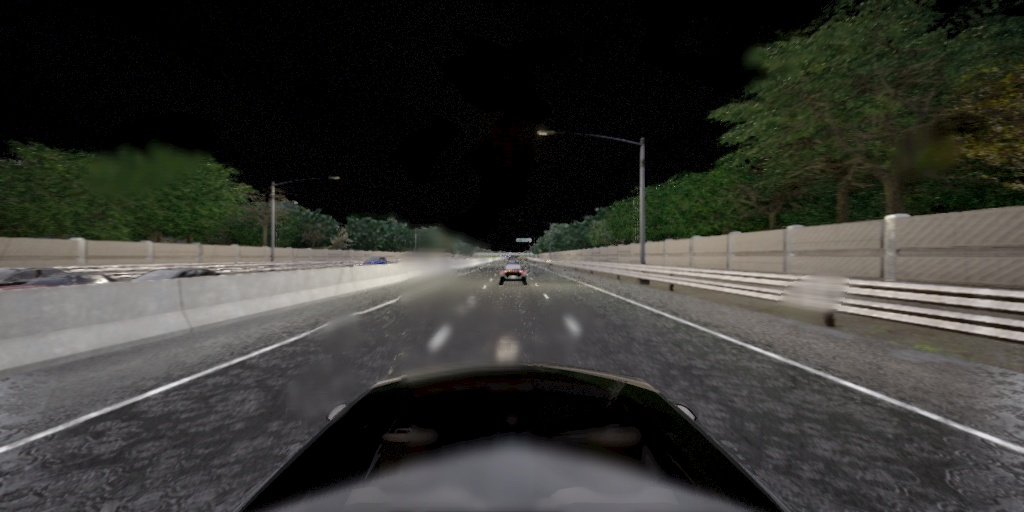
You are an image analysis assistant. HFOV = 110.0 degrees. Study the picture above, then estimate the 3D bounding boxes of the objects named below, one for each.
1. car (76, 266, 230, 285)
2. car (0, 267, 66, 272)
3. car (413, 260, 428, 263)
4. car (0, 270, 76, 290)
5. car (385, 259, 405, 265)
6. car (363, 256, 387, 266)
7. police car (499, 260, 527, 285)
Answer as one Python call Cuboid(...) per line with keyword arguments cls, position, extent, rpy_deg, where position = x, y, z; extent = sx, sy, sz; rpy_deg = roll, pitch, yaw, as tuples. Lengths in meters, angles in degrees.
Cuboid(cls="car", position=(-14.097, 1.227, 14.931), extent=(1.882, 1.535, 5.008), rpy_deg=(0, 0, 0))
Cuboid(cls="car", position=(-21.096, 1.252, 15.253), extent=(1.837, 1.490, 4.892), rpy_deg=(0, 0, 0))
Cuboid(cls="car", position=(-14.070, 1.295, 55.620), extent=(1.882, 1.535, 5.008), rpy_deg=(0, 0, 1))
Cuboid(cls="car", position=(-17.600, 1.349, 14.010), extent=(1.895, 1.301, 4.718), rpy_deg=(0, 0, 0))
Cuboid(cls="car", position=(-17.569, 1.381, 55.651), extent=(1.994, 1.385, 4.181), rpy_deg=(0, 0, 1))
Cuboid(cls="car", position=(-21.061, 1.051, 55.564), extent=(2.150, 2.045, 5.566), rpy_deg=(0, 0, 1))
Cuboid(cls="police car", position=(0.082, 1.264, 26.718), extent=(2.038, 1.542, 4.974), rpy_deg=(0, 0, 0))
